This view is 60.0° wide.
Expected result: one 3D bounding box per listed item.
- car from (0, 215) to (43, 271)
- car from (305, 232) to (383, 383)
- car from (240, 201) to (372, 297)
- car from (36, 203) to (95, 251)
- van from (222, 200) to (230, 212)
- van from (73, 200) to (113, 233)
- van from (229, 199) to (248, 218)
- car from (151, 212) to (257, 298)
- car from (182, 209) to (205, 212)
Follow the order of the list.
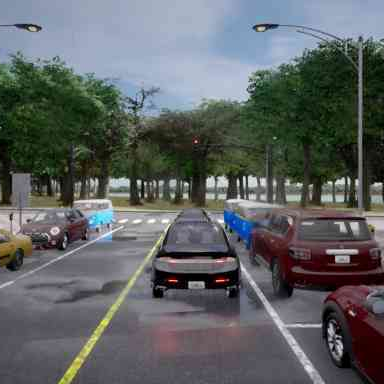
[{"bbox_3d":[-5.766,1.526,8.317,1.752,1.417,4.829,0,0,0],"label":"car"},{"bbox_3d":[2.760,1.440,3.051,1.967,1.590,4.097,0,0,0],"label":"car"},{"bbox_3d":[2.759,1.315,8.488,2.192,1.841,5.009,0,0,0],"label":"car"},{"bbox_3d":[-5.767,1.441,13.924,1.967,1.590,4.097,0,0,0],"label":"car"},{"bbox_3d":[2.757,1.343,19.363,1.690,1.788,3.998,0,0,0],"label":"van"},{"bbox_3d":[-5.769,1.343,19.362,1.690,1.788,3.998,0,0,0],"label":"van"},{"bbox_3d":[2.758,1.342,13.926,1.690,1.788,3.998,0,0,0],"label":"van"},{"bbox_3d":[0.088,1.492,8.520,2.128,1.511,4.902,0,0,0],"label":"car"},{"bbox_3d":[0.053,1.565,17.438,1.994,1.385,4.181,0,0,1],"label":"car"}]
